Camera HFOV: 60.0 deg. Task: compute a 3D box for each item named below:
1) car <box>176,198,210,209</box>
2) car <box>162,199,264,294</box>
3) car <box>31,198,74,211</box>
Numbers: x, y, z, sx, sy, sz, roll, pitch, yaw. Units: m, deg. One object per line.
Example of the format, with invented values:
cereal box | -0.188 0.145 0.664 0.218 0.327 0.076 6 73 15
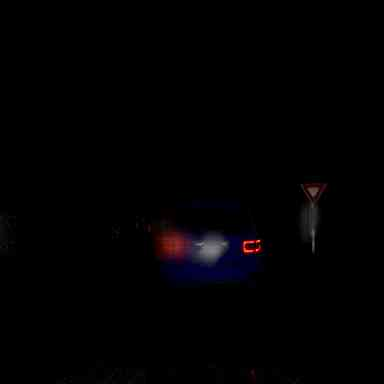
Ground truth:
car | 0.139 1.564 44.876 4.181 1.385 1.994 0 0 30
car | 0.644 1.221 9.033 2.150 2.045 5.566 0 0 6
car | -16.943 1.478 40.476 1.882 1.535 5.008 -1 -1 39
